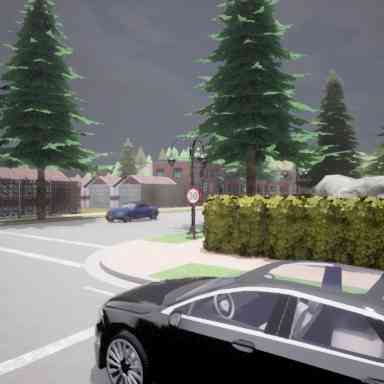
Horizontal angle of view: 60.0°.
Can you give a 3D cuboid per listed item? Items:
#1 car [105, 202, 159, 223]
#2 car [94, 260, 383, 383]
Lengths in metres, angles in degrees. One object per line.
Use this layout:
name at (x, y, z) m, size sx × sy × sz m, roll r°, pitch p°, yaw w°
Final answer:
car at (-4.406, 1.488, 25.205) m, size 1.812 × 1.442 × 4.674 m, roll 0°, pitch 1°, yaw 34°
car at (0.986, 1.492, 3.378) m, size 4.902 × 1.511 × 2.128 m, roll 0°, pitch 0°, yaw 38°
